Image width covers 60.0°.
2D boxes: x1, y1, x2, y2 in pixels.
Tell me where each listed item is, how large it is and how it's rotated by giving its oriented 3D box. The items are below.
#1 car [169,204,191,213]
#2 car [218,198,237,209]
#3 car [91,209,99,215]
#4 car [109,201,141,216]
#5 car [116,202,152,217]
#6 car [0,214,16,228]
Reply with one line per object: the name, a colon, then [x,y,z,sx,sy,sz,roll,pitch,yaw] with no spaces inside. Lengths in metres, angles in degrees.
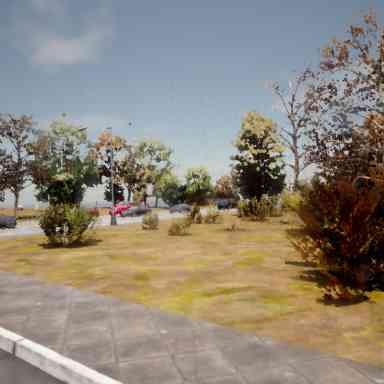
car: [-1.754,2.578,51.596,1.994,1.385,4.181,-3,-2,33]
car: [6.528,2.153,57.956,2.150,2.045,5.566,-3,-2,32]
car: [-12.117,2.385,35.172,1.882,1.535,5.008,-3,-2,33]
car: [-9.100,2.342,46.542,2.150,2.045,5.566,-3,-2,32]
car: [-7.114,2.474,43.101,1.812,1.442,4.674,-3,-2,32]
car: [-16.988,2.453,27.684,1.994,1.385,4.181,-3,-2,34]
